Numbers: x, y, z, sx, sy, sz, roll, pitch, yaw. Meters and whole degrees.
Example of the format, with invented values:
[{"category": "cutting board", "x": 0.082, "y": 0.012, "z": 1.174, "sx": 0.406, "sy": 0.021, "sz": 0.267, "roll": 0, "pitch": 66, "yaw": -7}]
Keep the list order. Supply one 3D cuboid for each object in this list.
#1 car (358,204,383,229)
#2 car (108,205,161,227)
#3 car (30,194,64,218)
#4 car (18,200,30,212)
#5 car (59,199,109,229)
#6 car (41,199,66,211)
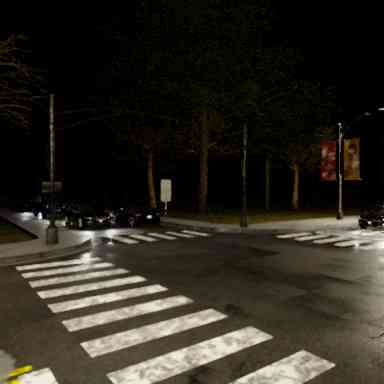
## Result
[{"category": "car", "x": 12.030, "y": 1.482, "z": 20.255, "sx": 4.892, "sy": 1.490, "sz": 1.837, "roll": 0, "pitch": 0, "yaw": -36}, {"category": "car", "x": -3.824, "y": 1.535, "z": 22.539, "sx": 1.994, "sy": 1.385, "sz": 4.181, "roll": 0, "pitch": 0, "yaw": -35}, {"category": "car", "x": -12.709, "y": 1.178, "z": 29.999, "sx": 2.150, "sy": 2.045, "sz": 5.566, "roll": 0, "pitch": 0, "yaw": -35}, {"category": "car", "x": -18.625, "y": 1.549, "z": 38.328, "sx": 1.895, "sy": 1.301, "sz": 4.718, "roll": 0, "pitch": 0, "yaw": -36}, {"category": "car", "x": -6.891, "y": 1.474, "z": 21.810, "sx": 1.837, "sy": 1.490, "sz": 4.892, "roll": 0, "pitch": 0, "yaw": -37}, {"category": "car", "x": -17.432, "y": 1.548, "z": 41.713, "sx": 1.895, "sy": 1.301, "sz": 4.718, "roll": 0, "pitch": 0, "yaw": -35}]
